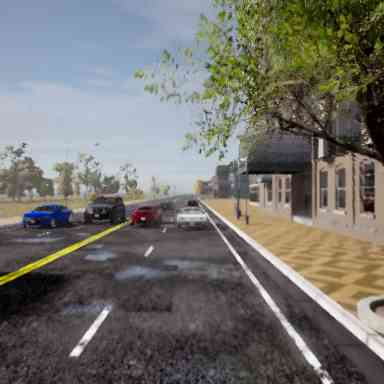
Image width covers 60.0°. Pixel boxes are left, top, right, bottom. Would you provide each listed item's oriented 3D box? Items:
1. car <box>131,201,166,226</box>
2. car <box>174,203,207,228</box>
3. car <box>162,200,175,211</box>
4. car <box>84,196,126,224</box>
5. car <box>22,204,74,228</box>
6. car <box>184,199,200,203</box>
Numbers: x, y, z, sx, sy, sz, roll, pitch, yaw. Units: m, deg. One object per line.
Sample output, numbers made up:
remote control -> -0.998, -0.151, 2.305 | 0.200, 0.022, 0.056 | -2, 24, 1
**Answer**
car -> -3.215, 1.611, 24.240 | 1.812, 1.442, 4.674 | 0, 0, 0
car -> 0.020, 1.679, 22.752 | 1.895, 1.301, 4.718 | 0, 0, 0
car -> -3.236, 1.711, 42.723 | 1.994, 1.385, 4.181 | 0, 0, 0
car -> -6.603, 1.318, 25.911 | 2.150, 2.045, 5.566 | 0, 0, 0
car -> -9.865, 1.566, 23.118 | 1.882, 1.535, 5.008 | 0, 0, 0
car -> 0.014, 1.668, 42.135 | 1.812, 1.442, 4.674 | 0, 0, 0
